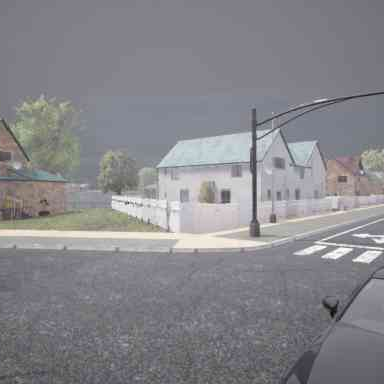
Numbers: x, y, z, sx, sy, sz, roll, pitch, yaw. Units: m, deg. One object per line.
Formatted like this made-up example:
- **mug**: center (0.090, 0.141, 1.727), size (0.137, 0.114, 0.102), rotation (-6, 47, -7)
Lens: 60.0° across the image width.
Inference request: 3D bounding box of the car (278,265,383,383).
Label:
- **car**: center (2.517, 1.524, 3.390), size (1.812, 1.442, 4.674), rotation (0, 0, 42)
